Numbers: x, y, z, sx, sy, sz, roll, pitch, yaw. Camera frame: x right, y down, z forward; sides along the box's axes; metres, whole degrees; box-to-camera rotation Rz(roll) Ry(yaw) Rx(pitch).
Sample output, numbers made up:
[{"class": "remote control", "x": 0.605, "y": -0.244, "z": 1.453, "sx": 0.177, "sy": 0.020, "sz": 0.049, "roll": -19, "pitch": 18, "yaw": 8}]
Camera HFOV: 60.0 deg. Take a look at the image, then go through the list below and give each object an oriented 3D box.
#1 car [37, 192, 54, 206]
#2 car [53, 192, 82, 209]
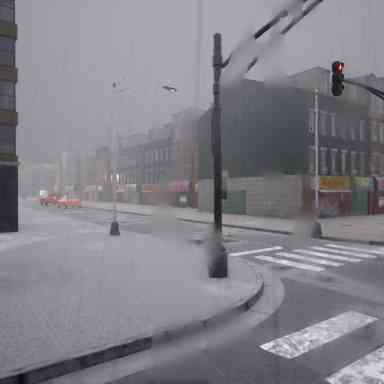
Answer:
[{"class": "car", "x": -21.631, "y": 1.045, "z": 50.922, "sx": 2.150, "sy": 2.045, "sz": 5.566, "roll": 0, "pitch": 0, "yaw": -36}, {"class": "car", "x": -15.891, "y": 1.206, "z": 42.983, "sx": 2.097, "sy": 1.767, "sz": 4.553, "roll": 0, "pitch": 0, "yaw": -36}]
